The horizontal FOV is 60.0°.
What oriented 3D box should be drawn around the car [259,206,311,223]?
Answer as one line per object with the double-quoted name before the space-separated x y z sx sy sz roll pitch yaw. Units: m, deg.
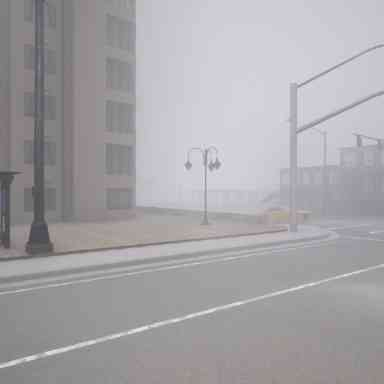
"car" 8.315 1.986 30.203 1.882 1.535 5.008 0 -4 -36
